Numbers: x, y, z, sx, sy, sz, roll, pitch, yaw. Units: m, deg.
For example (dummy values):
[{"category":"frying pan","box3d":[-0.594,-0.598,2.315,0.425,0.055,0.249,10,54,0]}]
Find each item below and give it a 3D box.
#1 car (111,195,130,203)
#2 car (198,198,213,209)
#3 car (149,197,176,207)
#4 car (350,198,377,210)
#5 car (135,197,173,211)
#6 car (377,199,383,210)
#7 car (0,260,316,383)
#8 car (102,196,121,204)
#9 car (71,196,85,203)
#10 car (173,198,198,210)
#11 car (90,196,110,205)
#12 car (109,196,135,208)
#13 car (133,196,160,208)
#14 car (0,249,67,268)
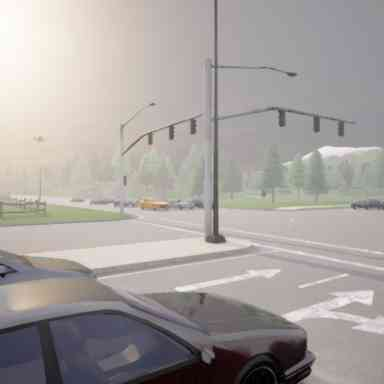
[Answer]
[{"category":"car","box3d":[-14.642,1.477,67.773,2.128,1.511,4.902,0,0,-35]},{"category":"car","box3d":[1.223,1.532,44.823,2.033,1.411,5.357,0,0,-35]},{"category":"car","box3d":[-4.857,1.532,53.561,2.033,1.411,5.357,0,0,-35]},{"category":"car","box3d":[22.761,1.522,42.933,5.357,1.411,2.033,0,0,-32]},{"category":"car","box3d":[-4.746,1.466,41.141,1.882,1.535,5.008,0,0,-35]},{"category":"car","box3d":[25.331,1.196,40.502,5.566,2.045,2.150,0,0,-35]},{"category":"car","box3d":[-1.241,1.547,2.876,5.357,1.411,2.033,0,0,-35]},{"category":"car","box3d":[-15.123,1.512,62.248,1.812,1.442,4.674,0,0,-34]},{"category":"car","box3d":[-23.380,1.505,68.071,1.994,1.385,4.181,0,0,-35]},{"category":"car","box3d":[-1.630,1.587,42.792,1.895,1.301,4.718,0,0,-35]},{"category":"car","box3d":[-16.109,1.552,57.484,1.994,1.385,4.181,0,0,-35]},{"category":"car","box3d":[-9.964,1.514,48.644,1.812,1.442,4.674,0,0,-35]},{"category":"car","box3d":[-6.975,1.464,50.477,1.882,1.535,5.008,0,0,-35]},{"category":"car","box3d":[-3.659,1.564,5.434,4.181,1.385,1.994,0,0,-36]}]
